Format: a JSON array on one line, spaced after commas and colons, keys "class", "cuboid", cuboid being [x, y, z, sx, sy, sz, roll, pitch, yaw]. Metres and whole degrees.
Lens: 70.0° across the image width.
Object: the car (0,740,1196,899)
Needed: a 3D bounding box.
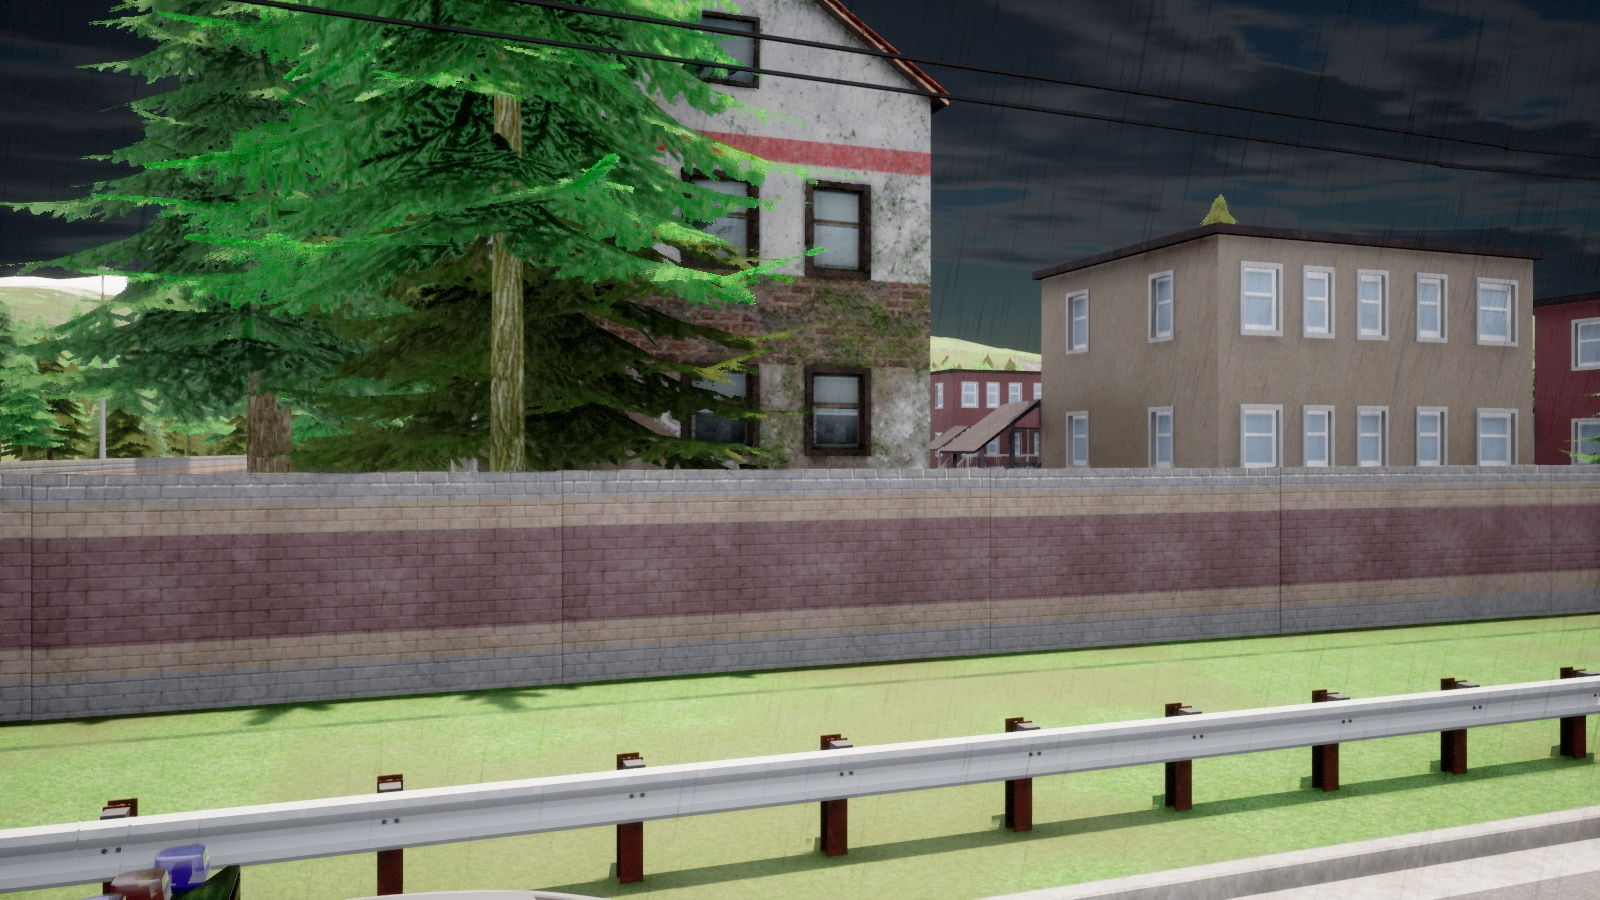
[{"class": "car", "cuboid": [-1.671, 1.982, 2.695, 5.238, 1.638, 2.097, 0, 0, -20]}]
